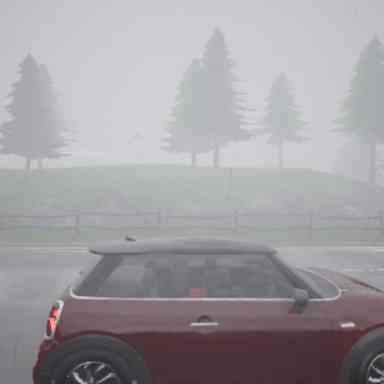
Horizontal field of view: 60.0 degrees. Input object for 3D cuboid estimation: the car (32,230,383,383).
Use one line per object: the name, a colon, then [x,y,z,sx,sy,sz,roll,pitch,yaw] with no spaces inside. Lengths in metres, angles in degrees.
car: [0.572,1.381,4.321,4.553,1.767,2.097,1,0,-5]
